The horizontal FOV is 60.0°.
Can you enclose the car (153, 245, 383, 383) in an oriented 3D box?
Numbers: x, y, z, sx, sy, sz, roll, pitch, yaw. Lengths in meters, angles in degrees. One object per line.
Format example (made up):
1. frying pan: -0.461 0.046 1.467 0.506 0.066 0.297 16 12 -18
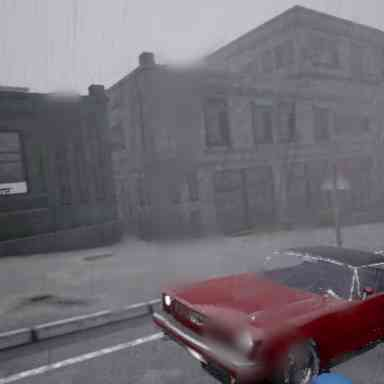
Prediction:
1. car: 1.841 1.556 5.000 4.718 1.301 1.895 2 -1 -36
